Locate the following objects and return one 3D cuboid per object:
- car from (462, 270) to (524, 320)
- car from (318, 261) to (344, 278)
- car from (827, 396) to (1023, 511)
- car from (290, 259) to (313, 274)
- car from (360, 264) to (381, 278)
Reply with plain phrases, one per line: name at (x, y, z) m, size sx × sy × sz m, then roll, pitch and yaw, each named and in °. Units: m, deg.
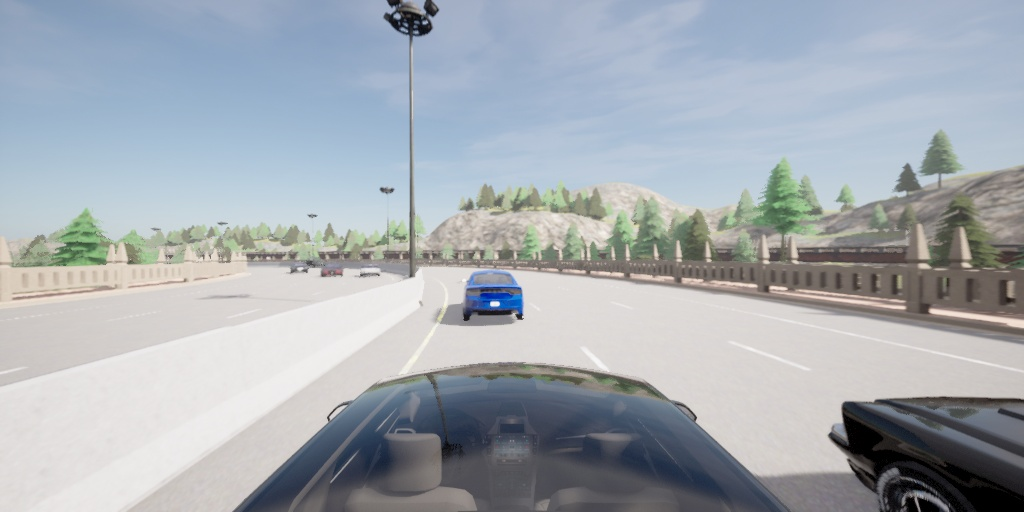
car at (-0.756, 1.231, 12.774) m, size 1.882 × 1.535 × 5.008 m, roll 0°, pitch 0°, yaw -6°
car at (-18.335, 1.472, 36.677) m, size 1.994 × 1.385 × 4.181 m, roll 0°, pitch 0°, yaw -25°
car at (3.483, 1.337, 0.721) m, size 1.895 × 1.301 × 4.718 m, roll 0°, pitch 0°, yaw 0°
car at (-27.710, 1.521, 46.751) m, size 2.128 × 1.511 × 4.902 m, roll 0°, pitch 0°, yaw -33°
car at (-14.286, 1.474, 36.184) m, size 1.895 × 1.301 × 4.718 m, roll 0°, pitch 0°, yaw -23°
